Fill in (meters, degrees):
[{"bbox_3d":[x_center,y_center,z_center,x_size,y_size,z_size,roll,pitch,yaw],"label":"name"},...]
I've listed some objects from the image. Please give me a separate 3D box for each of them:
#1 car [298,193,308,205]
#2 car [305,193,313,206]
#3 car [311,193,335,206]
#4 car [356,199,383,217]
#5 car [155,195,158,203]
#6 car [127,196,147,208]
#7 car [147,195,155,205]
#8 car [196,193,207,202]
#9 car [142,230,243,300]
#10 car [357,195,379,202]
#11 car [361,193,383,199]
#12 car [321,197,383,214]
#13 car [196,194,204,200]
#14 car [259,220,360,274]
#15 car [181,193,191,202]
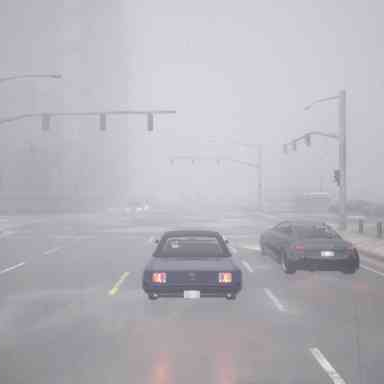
[{"bbox_3d":[24.097,1.209,65.628,4.605,1.855,1.932,0,0,0],"label":"car"},{"bbox_3d":[24.167,1.419,62.945,3.905,1.438,1.784,0,0,0],"label":"car"},{"bbox_3d":[24.187,1.451,60.050,3.806,1.475,1.970,0,0,0],"label":"car"},{"bbox_3d":[18.098,1.619,31.053,4.181,1.385,1.994,0,0,-1],"label":"car"},{"bbox_3d":[-8.246,1.355,69.723,2.097,1.767,4.553,0,0,-1],"label":"car"},{"bbox_3d":[-8.025,1.505,47.685,1.837,1.490,4.892,0,0,-1],"label":"car"},{"bbox_3d":[-8.160,1.491,57.903,2.128,1.511,4.902,0,0,-1],"label":"car"},{"bbox_3d":[2.161,1.215,76.415,2.150,2.045,5.566,0,0,-1],"label":"car"},{"bbox_3d":[-0.004,1.601,8.350,1.895,1.301,4.718,0,0,0],"label":"car"},{"bbox_3d":[39.163,1.419,74.182,3.905,1.438,1.784,0,0,0],"label":"car"},{"bbox_3d":[39.119,1.208,71.285,4.605,1.855,1.932,0,0,0],"label":"car"},{"bbox_3d":[16.544,1.547,34.537,4.902,1.511,2.128,0,0,-1],"label":"car"},{"bbox_3d":[2.014,1.386,86.806,1.812,1.442,4.674,0,0,-1],"label":"car"},{"bbox_3d":[3.470,1.564,10.579,1.994,1.385,4.181,0,0,-1],"label":"car"},{"bbox_3d":[-1.339,1.215,76.366,2.150,2.045,5.566,0,0,-1],"label":"car"}]
